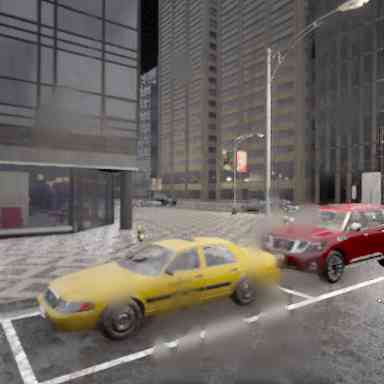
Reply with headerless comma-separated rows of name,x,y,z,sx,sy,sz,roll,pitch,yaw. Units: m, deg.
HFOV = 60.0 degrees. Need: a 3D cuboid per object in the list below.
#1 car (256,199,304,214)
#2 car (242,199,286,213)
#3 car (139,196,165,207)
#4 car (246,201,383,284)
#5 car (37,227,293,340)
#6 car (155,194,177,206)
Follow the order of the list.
car,9.731,1.546,37.164,2.128,1.511,4.902,0,0,-35
car,7.272,1.595,35.014,1.994,1.385,4.181,0,0,-36
car,-6.824,1.728,54.877,1.895,1.301,4.718,0,-1,-35
car,4.249,1.309,9.785,5.009,1.841,2.192,0,0,-35
car,-0.335,1.522,6.518,4.829,1.417,1.752,0,1,-35
car,-4.722,1.379,57.545,2.150,2.045,5.566,0,-1,-35
